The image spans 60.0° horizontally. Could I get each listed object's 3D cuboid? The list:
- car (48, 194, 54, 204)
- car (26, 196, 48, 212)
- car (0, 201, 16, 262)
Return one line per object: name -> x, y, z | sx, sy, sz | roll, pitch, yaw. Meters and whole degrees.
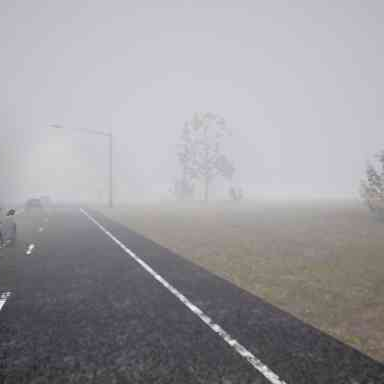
car -> -28.770, 1.532, 65.462 | 1.837, 1.490, 4.892 | -1, 0, -21
car -> -18.682, 1.550, 39.726 | 1.837, 1.490, 4.892 | -1, 0, -21
car -> -7.754, 1.260, 11.840 | 2.150, 2.045, 5.566 | -1, 0, -21
